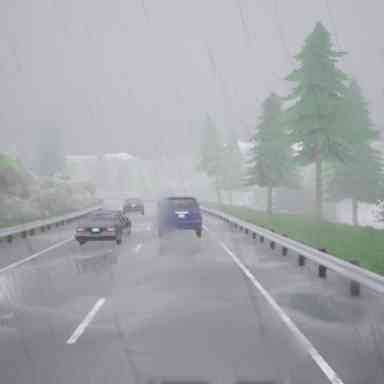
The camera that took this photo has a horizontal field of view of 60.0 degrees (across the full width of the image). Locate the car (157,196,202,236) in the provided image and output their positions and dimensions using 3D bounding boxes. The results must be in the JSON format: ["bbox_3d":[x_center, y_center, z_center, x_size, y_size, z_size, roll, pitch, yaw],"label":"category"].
[{"bbox_3d":[-0.708,1.223,18.491,2.150,2.045,5.566,0,0,-4],"label":"car"}]

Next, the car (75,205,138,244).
[{"bbox_3d":[-4.001,1.554,15.730,2.033,1.411,5.357,0,0,-4],"label":"car"}]

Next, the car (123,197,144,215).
[{"bbox_3d":[-6.042,1.362,34.627,2.097,1.767,4.553,0,0,-8],"label":"car"}]

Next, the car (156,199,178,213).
[{"bbox_3d":[-2.945,1.553,37.802,2.033,1.411,5.357,0,0,-9],"label":"car"}]
